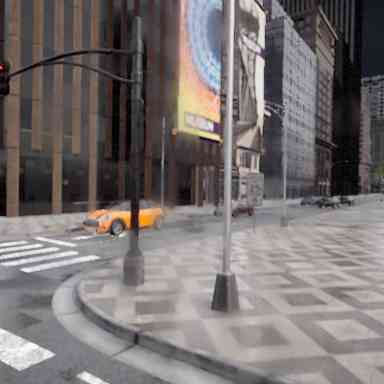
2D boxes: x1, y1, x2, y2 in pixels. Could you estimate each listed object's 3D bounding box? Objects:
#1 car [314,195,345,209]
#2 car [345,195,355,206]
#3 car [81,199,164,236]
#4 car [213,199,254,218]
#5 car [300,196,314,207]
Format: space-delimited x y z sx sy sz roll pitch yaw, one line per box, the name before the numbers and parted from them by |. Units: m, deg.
car | 17.161 1.293 41.390 1.837 1.490 4.892 2 1 36
car | 23.141 1.248 49.931 1.837 1.490 4.892 2 1 35
car | -3.540 1.195 17.611 2.097 1.767 4.553 2 1 36
car | 3.584 1.321 27.644 1.812 1.442 4.674 2 1 35
car | 16.516 1.254 45.783 2.033 1.411 5.357 2 1 36
